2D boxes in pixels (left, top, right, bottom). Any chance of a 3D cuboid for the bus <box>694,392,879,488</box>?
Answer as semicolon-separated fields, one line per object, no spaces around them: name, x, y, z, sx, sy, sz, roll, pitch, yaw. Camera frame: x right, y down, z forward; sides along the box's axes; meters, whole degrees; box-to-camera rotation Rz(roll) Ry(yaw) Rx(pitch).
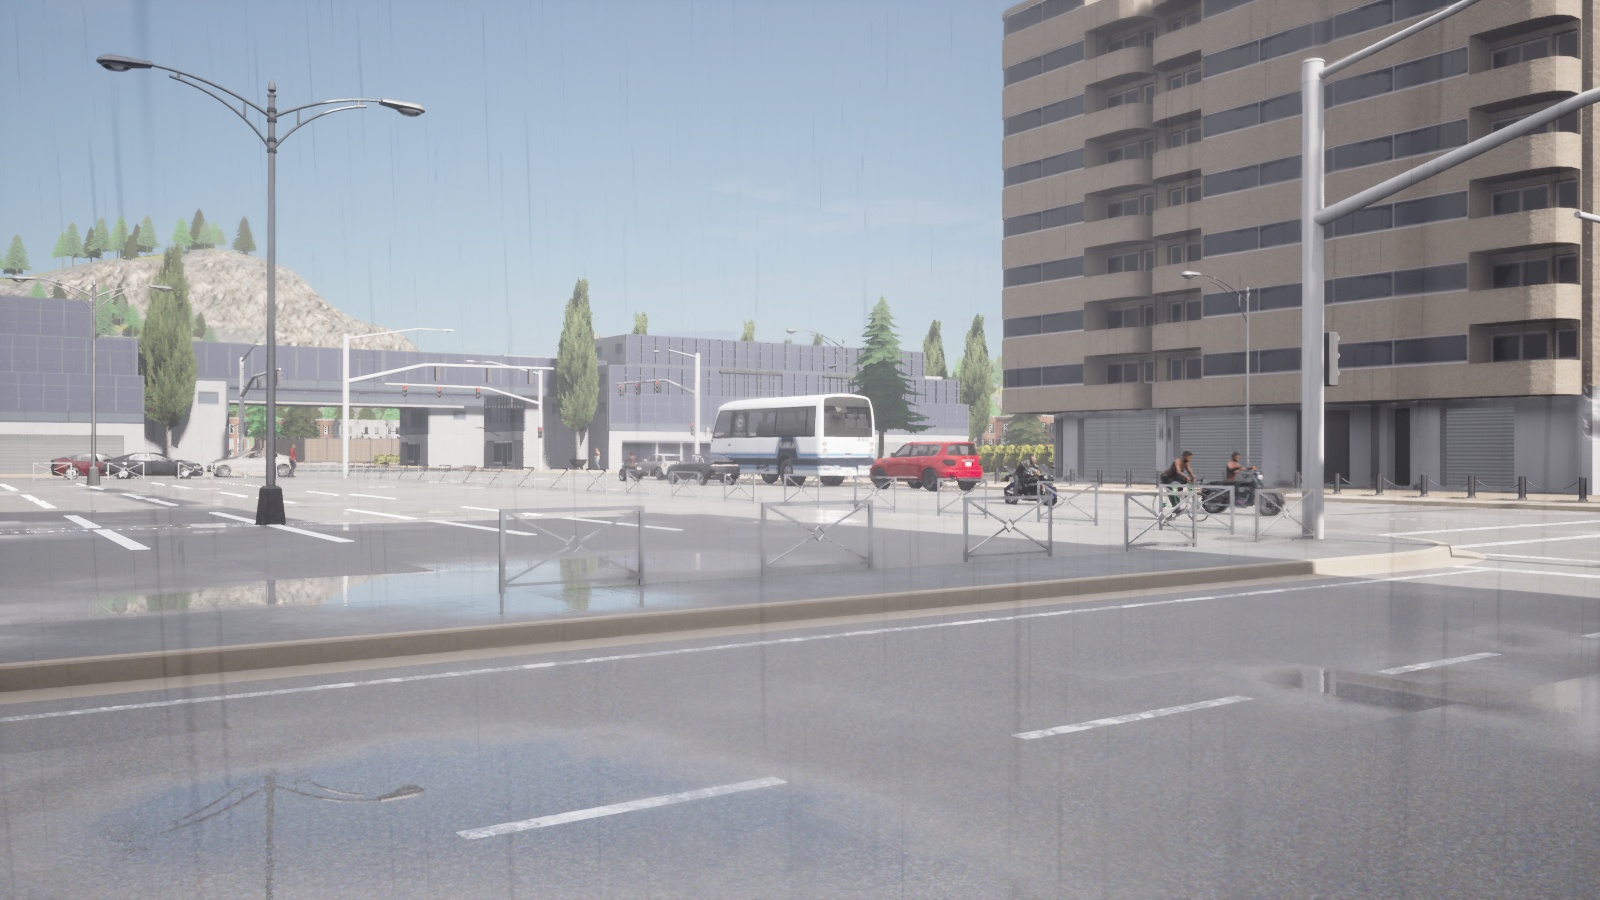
bus;-0.890;-0.424;61.381;3.944;4.253;10.273;0;0;-35

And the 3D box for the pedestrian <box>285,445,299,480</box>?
pedestrian;-27.249;0.681;67.309;0.636;1.846;0.331;0;0;-34

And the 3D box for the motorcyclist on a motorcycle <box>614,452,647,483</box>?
motorcyclist on a motorcycle;-9.068;0.934;67.065;0.766;1.649;2.350;0;0;-35

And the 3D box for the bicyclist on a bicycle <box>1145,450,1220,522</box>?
bicyclist on a bicycle;8.786;0.805;28.903;0.582;1.620;1.656;0;0;-35

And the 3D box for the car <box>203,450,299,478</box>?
car;-33.458;0.837;76.551;5.027;1.651;2.152;0;0;-34

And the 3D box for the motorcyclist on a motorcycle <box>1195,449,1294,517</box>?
motorcyclist on a motorcycle;11.163;0.804;31.620;0.766;1.649;2.350;0;0;-35

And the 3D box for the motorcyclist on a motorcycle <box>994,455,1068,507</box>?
motorcyclist on a motorcycle;6.925;0.913;37.755;0.866;1.530;2.191;0;0;-35

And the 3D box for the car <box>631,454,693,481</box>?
car;-7.896;0.957;71.525;1.970;1.475;3.806;0;0;-34

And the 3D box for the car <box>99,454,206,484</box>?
car;-34.676;0.995;67.294;4.902;1.511;2.128;0;0;-34

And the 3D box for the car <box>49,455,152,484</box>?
car;-38.436;1.050;69.001;4.792;1.488;2.163;0;0;-33

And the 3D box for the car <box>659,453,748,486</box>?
car;-4.736;0.915;60.790;2.128;1.511;4.902;0;0;-34

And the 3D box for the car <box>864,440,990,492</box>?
car;5.235;0.637;52.514;2.150;2.045;5.566;0;0;-34
